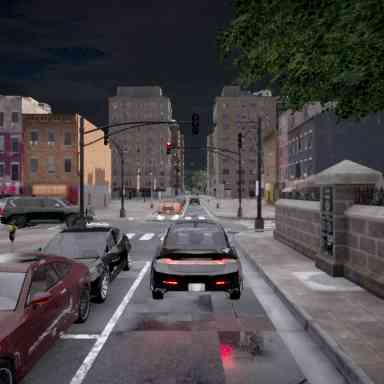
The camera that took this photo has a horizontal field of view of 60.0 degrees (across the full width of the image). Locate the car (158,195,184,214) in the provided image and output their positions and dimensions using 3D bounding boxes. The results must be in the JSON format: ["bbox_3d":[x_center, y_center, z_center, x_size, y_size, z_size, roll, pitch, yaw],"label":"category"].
[{"bbox_3d":[-2.287,1.346,34.776,2.097,1.767,4.553,0,0,1],"label":"car"}]

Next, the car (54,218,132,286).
[{"bbox_3d":[-2.629,1.566,8.200,1.947,1.339,4.313,0,0,0],"label":"car"}]

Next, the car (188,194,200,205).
[{"bbox_3d":[0.443,1.492,60.538,1.837,1.490,4.892,0,0,0],"label":"car"}]

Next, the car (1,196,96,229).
[{"bbox_3d":[-9.101,1.305,21.294,5.566,2.045,2.150,-1,0,-4],"label":"car"}]

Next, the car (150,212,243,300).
[{"bbox_3d":[0.093,1.492,8.379,2.128,1.511,4.902,0,0,0],"label":"car"}]

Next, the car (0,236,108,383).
[{"bbox_3d":[-2.632,1.582,4.538,1.802,1.307,4.206,0,0,0],"label":"car"}]

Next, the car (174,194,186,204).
[{"bbox_3d":[-2.212,1.340,63.825,2.097,1.767,4.553,0,0,0],"label":"car"}]
